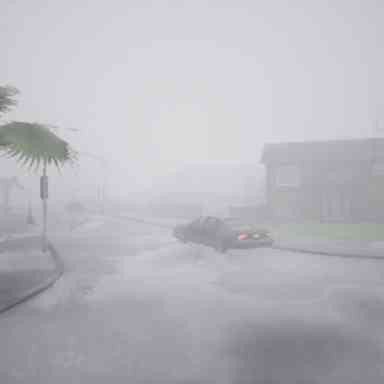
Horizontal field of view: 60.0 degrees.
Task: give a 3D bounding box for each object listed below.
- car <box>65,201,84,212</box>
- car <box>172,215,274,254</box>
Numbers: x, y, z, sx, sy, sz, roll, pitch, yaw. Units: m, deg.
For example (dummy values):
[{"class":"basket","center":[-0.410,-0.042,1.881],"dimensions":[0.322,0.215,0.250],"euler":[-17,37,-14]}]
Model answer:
[{"class":"car","center":[-17.225,2.129,48.662],"dimensions":[1.837,1.490,4.892],"euler":[0,-1,-33]},{"class":"car","center":[1.110,1.702,14.457],"dimensions":[2.033,1.411,5.357],"euler":[0,-1,-31]}]
